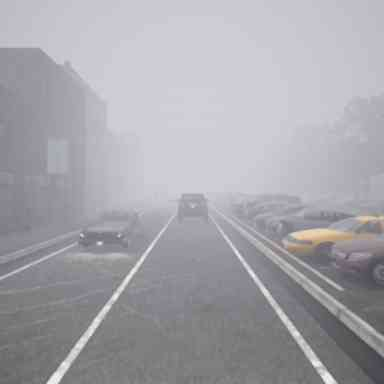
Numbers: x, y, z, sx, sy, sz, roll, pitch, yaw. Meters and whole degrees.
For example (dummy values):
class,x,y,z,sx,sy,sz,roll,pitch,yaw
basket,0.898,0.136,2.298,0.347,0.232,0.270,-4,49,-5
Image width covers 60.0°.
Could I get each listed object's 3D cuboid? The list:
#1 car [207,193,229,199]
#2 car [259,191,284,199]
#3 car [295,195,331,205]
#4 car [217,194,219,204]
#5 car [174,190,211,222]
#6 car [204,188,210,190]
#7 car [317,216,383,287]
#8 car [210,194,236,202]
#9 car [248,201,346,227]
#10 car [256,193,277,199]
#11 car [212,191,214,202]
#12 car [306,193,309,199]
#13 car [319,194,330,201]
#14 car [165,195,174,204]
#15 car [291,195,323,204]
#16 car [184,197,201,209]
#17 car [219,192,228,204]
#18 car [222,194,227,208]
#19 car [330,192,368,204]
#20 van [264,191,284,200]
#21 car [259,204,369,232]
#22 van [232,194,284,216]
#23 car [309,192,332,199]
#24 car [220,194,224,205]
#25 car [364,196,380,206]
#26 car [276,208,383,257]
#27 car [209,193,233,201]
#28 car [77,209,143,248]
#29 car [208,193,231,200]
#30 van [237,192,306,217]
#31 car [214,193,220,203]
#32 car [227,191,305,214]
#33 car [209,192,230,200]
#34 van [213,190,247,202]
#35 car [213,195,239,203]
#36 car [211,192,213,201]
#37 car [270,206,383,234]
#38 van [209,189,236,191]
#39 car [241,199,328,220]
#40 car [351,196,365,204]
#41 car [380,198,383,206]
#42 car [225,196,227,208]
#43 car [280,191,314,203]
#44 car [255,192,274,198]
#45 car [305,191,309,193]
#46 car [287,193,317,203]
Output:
class,x,y,z,sx,sy,sz,roll,pitch,yaw
car,6.268,1.012,80.877,5.008,1.535,2.097,0,0,0
car,19.325,0.760,80.871,5.566,2.045,2.435,0,0,0
car,19.258,1.228,53.024,5.008,1.535,2.097,0,0,0
car,6.159,1.325,44.695,4.674,1.452,2.002,0,0,0
car,0.087,1.097,25.040,2.150,2.045,5.566,0,0,1
car,6.311,0.738,83.658,5.566,2.045,2.435,0,0,0
car,6.054,1.538,8.654,4.674,1.452,2.002,1,0,1
car,6.234,1.125,66.961,5.008,1.535,2.097,0,0,0
car,6.046,1.464,19.645,4.792,1.488,2.163,0,0,0
car,19.367,0.965,86.566,5.008,1.535,2.097,0,1,0
car,6.161,1.083,55.827,4.553,1.767,2.185,0,0,0
car,19.250,1.266,47.455,5.008,1.535,2.097,0,0,0
car,19.233,1.304,41.885,4.892,1.521,2.231,0,0,0
car,-3.333,1.220,55.386,1.812,1.442,4.674,0,0,0
car,19.275,1.248,55.809,4.674,1.452,2.002,0,0,0
car,0.089,1.345,42.112,1.994,1.385,4.181,0,0,0
car,6.116,1.178,41.911,4.553,1.767,2.185,0,0,0
car,6.314,1.334,36.344,5.366,1.575,1.946,0,0,0
car,19.249,1.195,39.098,4.553,1.767,2.185,0,0,0
van,19.228,0.809,78.086,4.442,1.987,1.878,0,0,0
car,6.068,1.491,16.862,4.674,1.452,2.002,0,0,0
van,5.994,1.145,30.777,4.442,1.987,1.878,0,0,0
car,19.208,1.033,44.667,5.566,2.045,2.435,0,0,0
car,6.144,1.322,39.127,4.892,1.521,2.231,0,0,0
car,19.196,1.370,30.744,5.008,1.535,2.097,0,0,0
car,5.862,1.480,11.296,5.366,1.575,1.946,0,0,0
car,6.253,1.082,72.528,4.892,1.521,2.231,0,0,0
car,-3.354,1.477,14.755,2.033,1.411,5.357,0,0,0
car,6.450,1.032,78.093,5.366,1.575,1.946,0,0,0
van,5.977,1.176,25.335,4.442,1.987,1.878,0,0,0
car,6.145,1.278,50.261,4.792,1.488,2.163,0,0,0
car,6.074,1.135,27.993,5.566,2.045,2.435,0,0,0
car,6.225,0.932,75.435,4.553,1.767,2.185,0,0,0
van,6.066,1.003,53.106,4.442,1.987,1.878,0,0,0
car,6.213,1.209,61.394,4.674,1.452,2.002,0,0,0
car,6.016,1.186,58.612,5.366,1.575,1.946,0,0,0
car,6.086,1.496,14.079,4.792,1.488,2.163,0,0,0
van,6.354,0.878,69.742,4.442,1.987,1.878,0,0,0
car,6.077,1.420,22.429,4.892,1.521,2.231,0,0,0
car,19.170,1.383,33.531,4.792,1.488,2.163,0,0,0
car,19.368,1.383,28.084,5.366,1.575,1.946,0,0,0
car,6.114,1.355,33.561,4.892,1.521,2.231,0,0,0
car,19.262,0.917,61.376,5.566,2.045,2.435,0,0,0
car,19.412,0.811,89.350,4.553,1.767,2.185,0,1,0
car,19.222,1.122,50.239,4.553,1.767,2.185,0,0,0
car,19.250,1.063,58.593,4.553,1.767,2.185,0,0,0
